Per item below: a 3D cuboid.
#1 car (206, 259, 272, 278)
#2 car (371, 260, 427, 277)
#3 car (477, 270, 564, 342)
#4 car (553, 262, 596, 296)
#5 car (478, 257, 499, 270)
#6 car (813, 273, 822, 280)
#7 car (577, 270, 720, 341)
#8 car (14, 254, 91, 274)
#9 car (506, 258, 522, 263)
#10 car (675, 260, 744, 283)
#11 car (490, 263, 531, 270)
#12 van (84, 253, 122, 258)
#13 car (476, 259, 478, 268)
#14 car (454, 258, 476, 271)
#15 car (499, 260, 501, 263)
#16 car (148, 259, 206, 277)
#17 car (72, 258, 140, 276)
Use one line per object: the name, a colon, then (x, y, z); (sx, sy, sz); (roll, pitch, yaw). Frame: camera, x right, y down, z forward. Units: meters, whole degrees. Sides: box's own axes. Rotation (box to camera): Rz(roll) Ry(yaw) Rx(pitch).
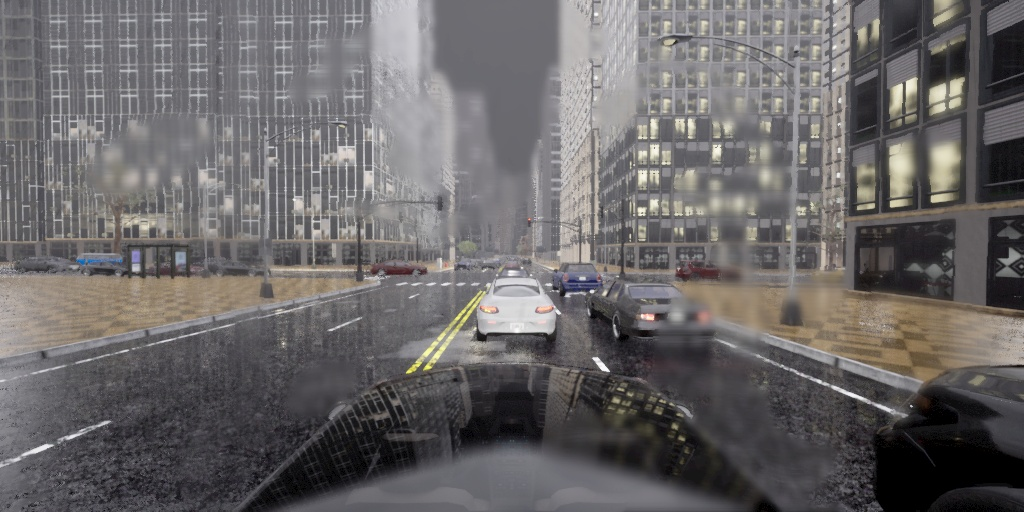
car: (-22.707, 1.173, 30.299); (4.313, 1.339, 1.948); (0, 0, 1)
car: (-10.490, 1.139, 33.459); (5.008, 1.535, 1.882); (0, 1, -9)
car: (0.106, 1.272, 9.671); (1.812, 1.442, 4.674); (0, 0, 0)
car: (3.364, 1.092, 19.195); (2.097, 1.767, 4.553); (0, 0, 0)
car: (-3.300, 1.260, 51.255); (2.033, 1.411, 5.357); (0, 0, 0)
car: (27.665, 1.578, 29.533); (4.829, 1.417, 1.751); (0, 0, 1)
car: (3.359, 1.293, 9.810); (2.033, 1.411, 5.357); (0, 0, 0)
car: (-43.150, 0.867, 33.456); (4.902, 1.511, 2.128); (1, 1, 1)
car: (0.049, 1.278, 49.916); (1.994, 1.385, 4.181); (0, 0, 1)
car: (16.217, 1.268, 29.739); (5.009, 1.841, 2.192); (0, 0, 1)
car: (0.114, 1.287, 18.916); (2.033, 1.411, 5.357); (0, 0, 0)
van: (-45.256, 0.604, 39.285); (3.998, 1.789, 1.690); (0, 0, 1)
car: (-6.539, 1.209, 58.369); (1.837, 1.490, 4.892); (0, 0, 0)
car: (-6.584, 1.066, 49.272); (2.097, 1.767, 4.553); (0, 0, 1)
car: (-3.278, 1.301, 61.015); (1.895, 1.301, 4.718); (0, 0, 0)
car: (-28.391, 1.137, 30.437); (4.207, 1.307, 1.802); (0, 0, 1)
car: (-34.072, 1.068, 30.615); (4.313, 1.339, 1.948); (0, 0, 1)
